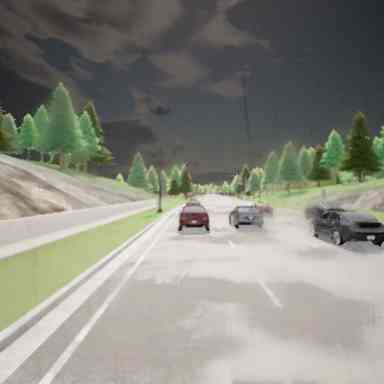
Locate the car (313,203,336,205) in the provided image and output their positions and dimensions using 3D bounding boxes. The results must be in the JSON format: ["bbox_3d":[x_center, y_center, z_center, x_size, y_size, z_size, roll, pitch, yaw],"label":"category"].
[{"bbox_3d":[10.629,1.624,27.044,2.128,1.511,4.902,0,0,0],"label":"car"}]

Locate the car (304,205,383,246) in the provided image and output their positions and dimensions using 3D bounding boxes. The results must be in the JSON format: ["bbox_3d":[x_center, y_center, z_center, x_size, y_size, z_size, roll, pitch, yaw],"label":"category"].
[{"bbox_3d":[7.118,1.582,15.646,1.837,1.490,4.892,0,0,0],"label":"car"}]

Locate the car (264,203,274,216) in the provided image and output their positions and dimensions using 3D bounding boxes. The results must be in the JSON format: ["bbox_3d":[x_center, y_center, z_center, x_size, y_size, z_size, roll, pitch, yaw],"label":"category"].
[{"bbox_3d":[7.139,1.767,35.029,1.895,1.301,4.718,0,0,0],"label":"car"}]

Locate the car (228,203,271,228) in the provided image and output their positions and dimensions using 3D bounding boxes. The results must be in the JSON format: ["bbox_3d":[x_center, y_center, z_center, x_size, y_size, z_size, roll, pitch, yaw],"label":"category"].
[{"bbox_3d":[3.624,1.655,22.871,2.033,1.411,5.357,0,0,0],"label":"car"}]

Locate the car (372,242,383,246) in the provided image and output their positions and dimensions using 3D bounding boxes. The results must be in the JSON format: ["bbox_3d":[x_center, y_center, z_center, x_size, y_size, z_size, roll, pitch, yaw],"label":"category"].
[{"bbox_3d":[3.635,1.520,2.508,1.837,1.490,4.892,0,0,0],"label":"car"}]

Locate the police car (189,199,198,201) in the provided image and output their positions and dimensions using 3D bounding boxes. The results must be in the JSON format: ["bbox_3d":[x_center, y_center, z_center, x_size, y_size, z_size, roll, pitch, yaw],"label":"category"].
[{"bbox_3d":[0.175,1.692,40.925,2.038,1.542,4.974,0,0,1],"label":"police car"}]

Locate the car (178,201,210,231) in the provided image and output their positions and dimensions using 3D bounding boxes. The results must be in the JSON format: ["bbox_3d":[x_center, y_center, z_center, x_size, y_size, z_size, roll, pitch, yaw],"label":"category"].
[{"bbox_3d":[0.123,1.578,21.658,1.882,1.535,5.008,0,0,0],"label":"car"}]
